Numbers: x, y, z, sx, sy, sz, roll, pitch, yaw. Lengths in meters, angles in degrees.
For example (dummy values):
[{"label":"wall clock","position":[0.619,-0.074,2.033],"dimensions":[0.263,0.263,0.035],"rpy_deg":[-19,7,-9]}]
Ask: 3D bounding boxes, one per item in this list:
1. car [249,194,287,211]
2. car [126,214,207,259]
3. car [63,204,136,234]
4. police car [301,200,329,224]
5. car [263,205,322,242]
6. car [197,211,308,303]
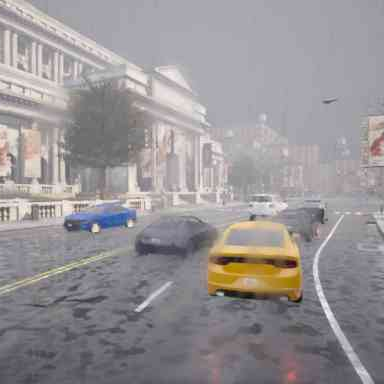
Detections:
[{"label":"car","position":[6.268,1.218,26.951],"dimensions":[2.150,2.045,5.566],"rpy_deg":[0,0,27]},{"label":"car","position":[-0.444,1.563,12.759],"dimensions":[1.994,1.385,4.181],"rpy_deg":[0,0,21]},{"label":"car","position":[-5.302,1.481,19.729],"dimensions":[1.882,1.535,5.008],"rpy_deg":[0,0,27]},{"label":"police car","position":[9.132,1.425,25.075],"dimensions":[1.930,1.638,5.238],"rpy_deg":[0,0,27]},{"label":"car","position":[5.137,1.564,16.715],"dimensions":[1.994,1.385,4.181],"rpy_deg":[0,0,26]},{"label":"car","position":[1.687,1.478,8.412],"dimensions":[1.882,1.535,5.008],"rpy_deg":[0,0,15]}]
